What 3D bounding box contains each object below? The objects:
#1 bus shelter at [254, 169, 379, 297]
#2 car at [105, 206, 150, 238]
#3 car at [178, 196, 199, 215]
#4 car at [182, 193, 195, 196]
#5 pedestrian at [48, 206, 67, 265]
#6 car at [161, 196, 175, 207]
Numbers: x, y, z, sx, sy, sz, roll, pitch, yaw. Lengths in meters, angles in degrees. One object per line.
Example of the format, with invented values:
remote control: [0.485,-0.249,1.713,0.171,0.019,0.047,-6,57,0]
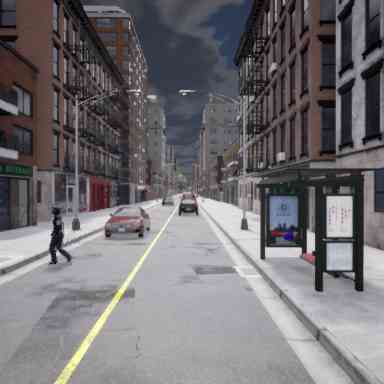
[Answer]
bus shelter: [3.020,0.875,9.047,1.920,2.740,3.880,0,0,-1]
car: [-3.335,1.524,17.949,1.812,1.442,4.674,0,0,-1]
car: [-0.351,1.471,33.711,1.882,1.535,5.008,0,0,-1]
car: [-0.503,1.210,45.558,2.150,2.045,5.566,0,0,-3]
pedestrian: [-4.160,1.293,10.256,0.375,1.860,0.375,0,0,-11]
car: [-3.784,1.490,52.502,1.837,1.490,4.892,0,0,-1]
